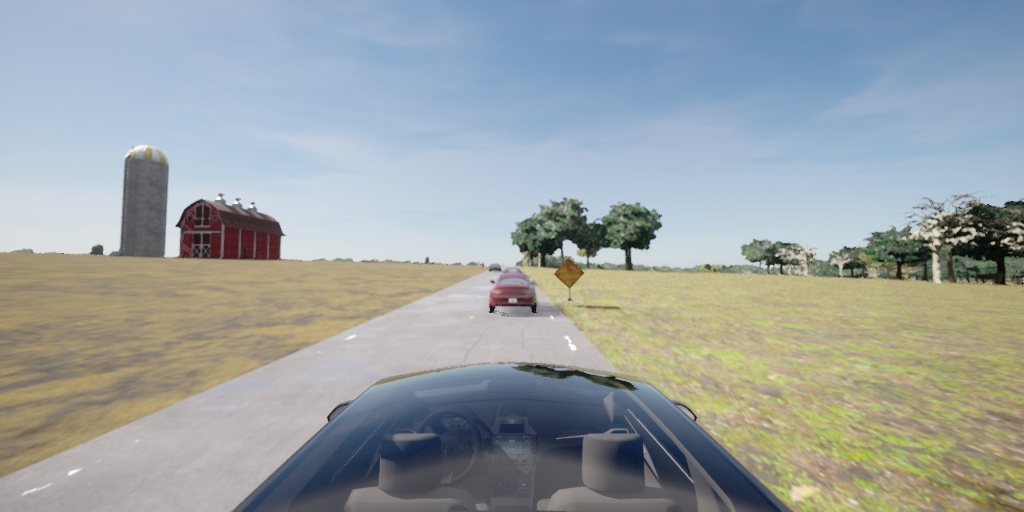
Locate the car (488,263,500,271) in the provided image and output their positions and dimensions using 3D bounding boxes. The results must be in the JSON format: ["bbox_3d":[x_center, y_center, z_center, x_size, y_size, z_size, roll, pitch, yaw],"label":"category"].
[{"bbox_3d":[-2.776,1.900,58.745,1.882,1.535,5.008,0,-1,1],"label":"car"}]

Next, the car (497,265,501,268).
[{"bbox_3d":[0.060,1.629,29.430,1.994,1.385,4.181,0,-1,1],"label":"car"}]

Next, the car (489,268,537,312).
[{"bbox_3d":[0.055,1.425,14.912,1.812,1.442,4.674,0,0,1],"label":"car"}]

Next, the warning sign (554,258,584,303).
[{"bbox_3d":[2.458,1.018,15.153,1.300,1.860,1.060,0,0,0],"label":"warning sign"}]
